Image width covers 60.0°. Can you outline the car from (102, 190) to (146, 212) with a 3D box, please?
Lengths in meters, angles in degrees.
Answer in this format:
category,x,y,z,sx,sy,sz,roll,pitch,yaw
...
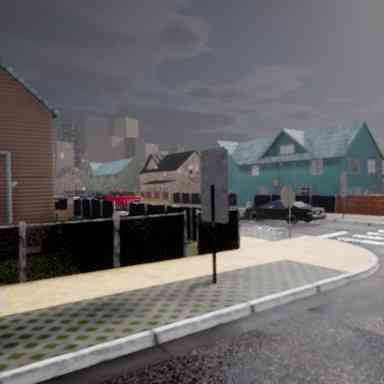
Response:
category,x,y,z,sx,sy,sz,roll,pitch,yaw
car,-6.693,0.823,33.336,2.150,2.045,5.566,-2,2,-36

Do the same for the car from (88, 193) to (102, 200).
category,x,y,z,sx,sy,sz,roll,pitch,yaw
car,-12.130,0.930,45.623,1.837,1.490,4.892,-2,2,-37

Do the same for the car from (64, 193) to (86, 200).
category,x,y,z,sx,sy,sz,roll,pitch,yaw
car,-17.331,1.030,47.919,1.812,1.442,4.674,-2,2,-36

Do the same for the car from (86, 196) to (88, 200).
category,x,y,z,sx,sy,sz,roll,pitch,yaw
car,-18.099,0.916,53.587,1.994,1.385,4.181,-2,2,-36

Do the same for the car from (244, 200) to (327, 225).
category,x,y,z,sx,sy,sz,roll,pitch,yaw
car,5.791,1.206,21.235,2.033,1.411,5.357,-2,2,-36
